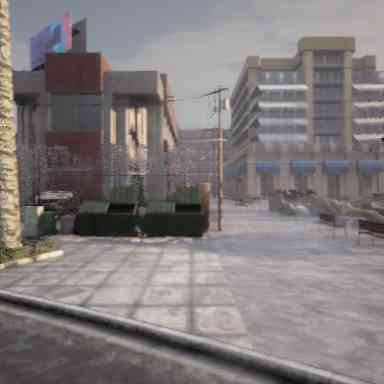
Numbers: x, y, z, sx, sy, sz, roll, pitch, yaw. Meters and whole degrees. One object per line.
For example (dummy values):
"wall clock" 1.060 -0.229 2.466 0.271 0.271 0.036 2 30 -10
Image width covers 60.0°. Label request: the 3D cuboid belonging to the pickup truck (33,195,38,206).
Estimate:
"pickup truck" -10.611 0.971 26.001 2.390 2.098 6.274 0 0 0
